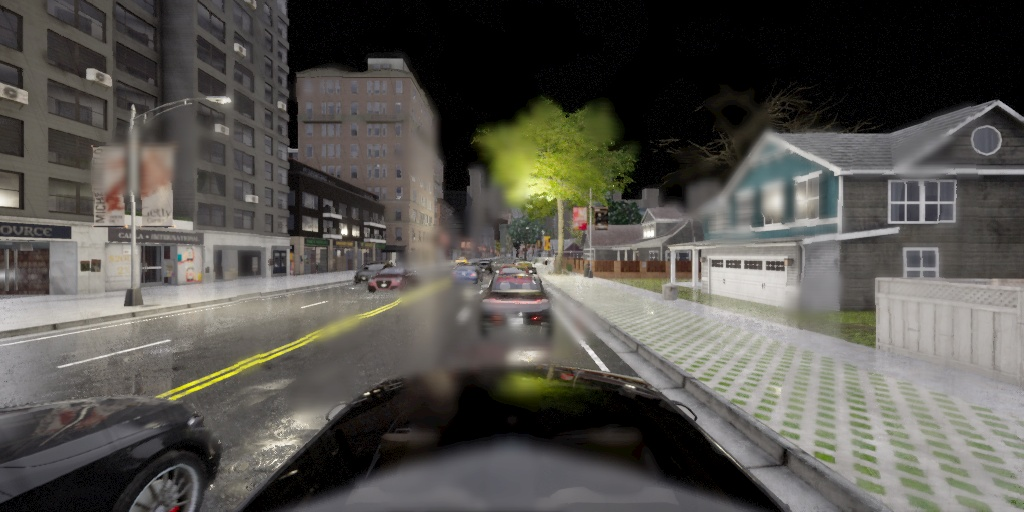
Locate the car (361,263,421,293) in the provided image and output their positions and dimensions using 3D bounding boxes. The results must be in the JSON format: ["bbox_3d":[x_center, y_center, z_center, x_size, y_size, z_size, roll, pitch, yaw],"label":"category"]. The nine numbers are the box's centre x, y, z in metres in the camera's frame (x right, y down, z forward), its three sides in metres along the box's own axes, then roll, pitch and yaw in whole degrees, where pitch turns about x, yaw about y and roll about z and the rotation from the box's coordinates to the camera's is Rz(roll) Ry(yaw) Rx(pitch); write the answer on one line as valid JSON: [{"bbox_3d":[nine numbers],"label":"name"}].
[{"bbox_3d":[-6.580,1.304,20.387,1.994,1.385,4.181,0,0,0],"label":"car"}]

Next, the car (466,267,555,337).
[{"bbox_3d":[0.112,1.239,10.324,2.128,1.511,4.902,0,0,0],"label":"car"}]

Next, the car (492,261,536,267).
[{"bbox_3d":[0.119,1.218,19.828,1.882,1.535,5.008,0,0,0],"label":"car"}]

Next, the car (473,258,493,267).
[{"bbox_3d":[-3.109,1.217,42.183,1.837,1.490,4.892,0,0,0],"label":"car"}]

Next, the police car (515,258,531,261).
[{"bbox_3d":[1.004,1.155,29.557,1.930,1.638,5.238,0,0,0],"label":"police car"}]

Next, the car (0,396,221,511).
[{"bbox_3d":[-3.150,1.276,0.775,1.812,1.442,4.674,0,0,0],"label":"car"}]

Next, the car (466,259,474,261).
[{"bbox_3d":[-6.491,1.187,63.835,1.837,1.490,4.892,0,0,1],"label":"car"}]

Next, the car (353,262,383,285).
[{"bbox_3d":[-9.823,1.239,26.189,1.837,1.490,4.892,0,0,0],"label":"car"}]

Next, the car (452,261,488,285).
[{"bbox_3d":[-3.126,1.281,26.160,2.033,1.411,5.357,0,0,0],"label":"car"}]
